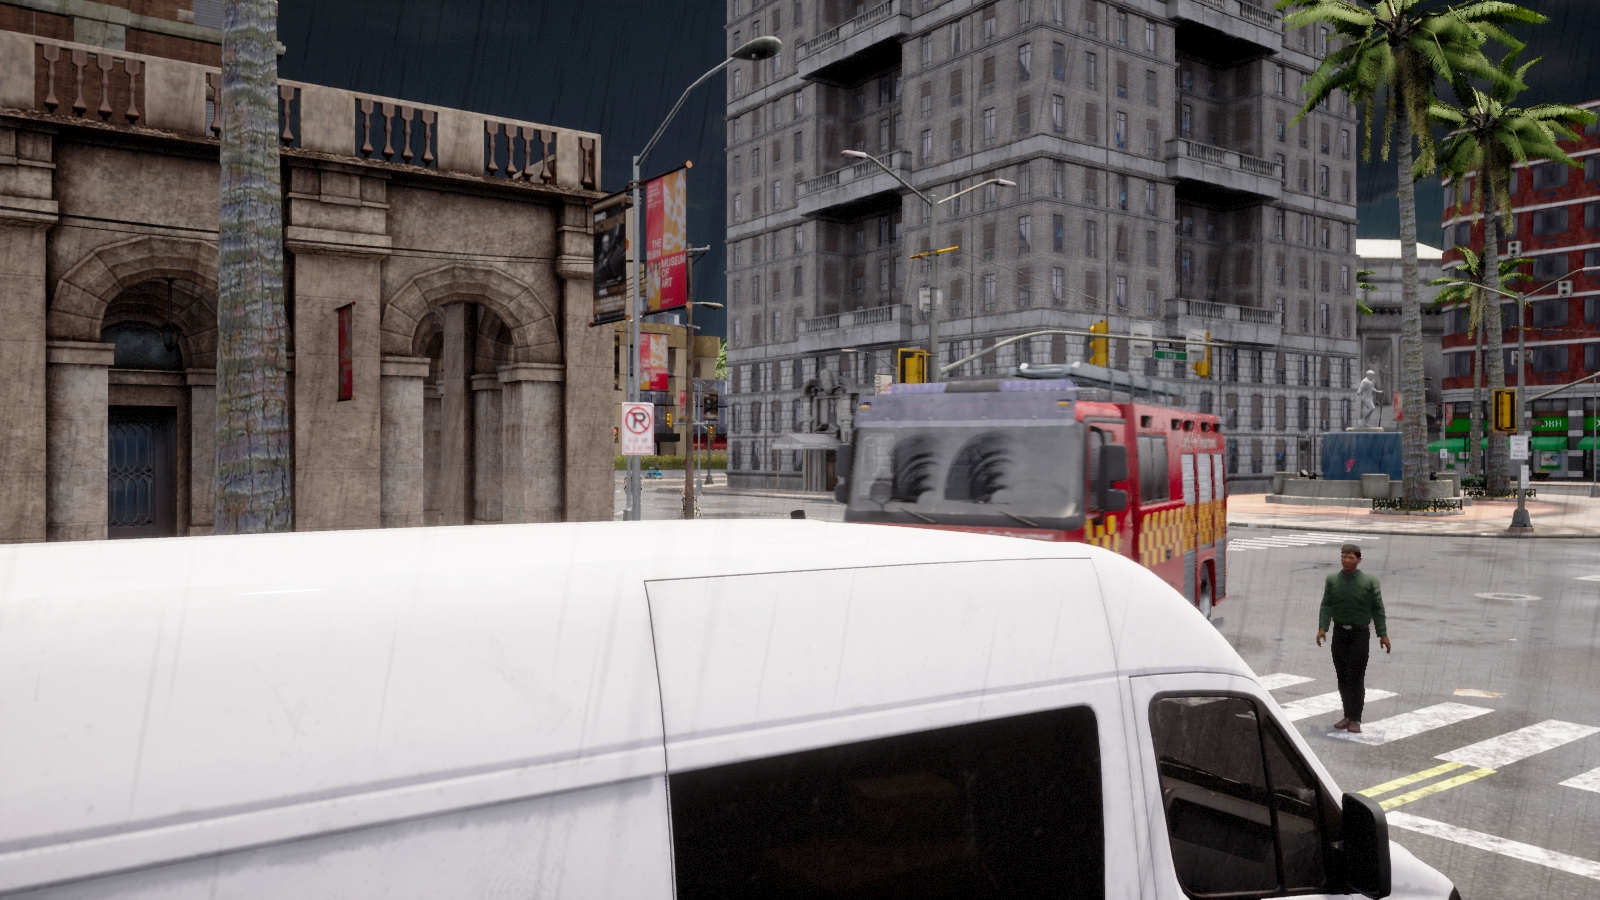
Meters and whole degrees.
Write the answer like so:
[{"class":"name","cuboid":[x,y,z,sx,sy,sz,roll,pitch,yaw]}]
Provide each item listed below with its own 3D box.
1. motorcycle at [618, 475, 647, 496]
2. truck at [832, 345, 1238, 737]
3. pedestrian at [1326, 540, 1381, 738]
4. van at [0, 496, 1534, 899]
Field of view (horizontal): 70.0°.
[{"class":"motorcycle","cuboid":[-10.520,2.192,71.606,0.867,1.251,2.209,0,0,-35]},{"class":"truck","cuboid":[3.721,0.886,15.529,2.891,3.827,8.468,0,0,30]},{"class":"pedestrian","cuboid":[5.457,1.843,11.262,0.375,1.860,0.375,0,0,-41]},{"class":"van","cuboid":[0.019,1.533,3.806,5.915,2.561,1.988,0,0,-35]}]
